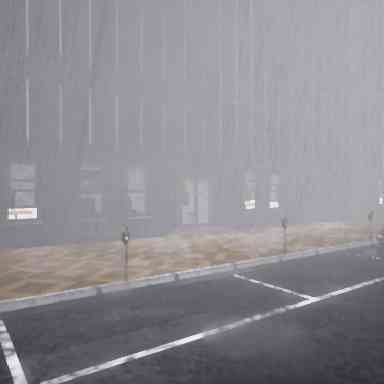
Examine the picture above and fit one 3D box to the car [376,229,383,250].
[{"bbox_3d":[8.819,1.542,12.851,4.403,1.369,2.008,0,0,-36],"label":"car"}]
